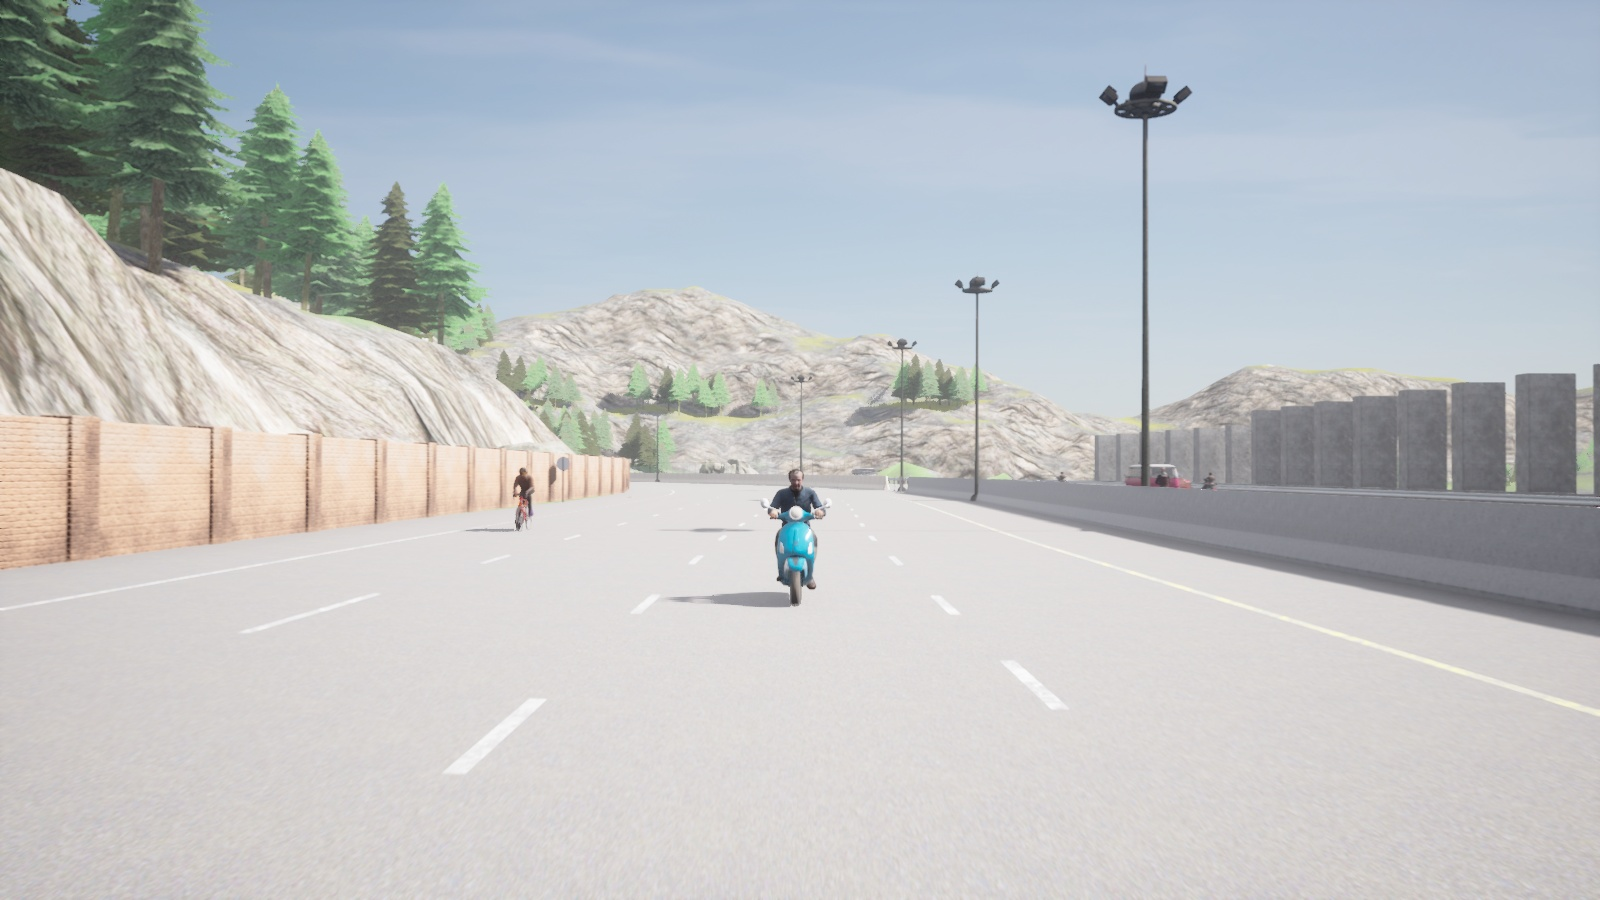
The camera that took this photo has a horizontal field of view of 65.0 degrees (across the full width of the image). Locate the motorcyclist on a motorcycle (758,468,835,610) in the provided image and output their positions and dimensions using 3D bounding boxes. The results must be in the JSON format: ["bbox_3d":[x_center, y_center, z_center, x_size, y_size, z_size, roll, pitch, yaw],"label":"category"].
[{"bbox_3d":[-0.040,1.022,15.155,0.866,1.590,1.817,0,-1,0],"label":"motorcyclist on a motorcycle"}]

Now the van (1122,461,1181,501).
[{"bbox_3d":[18.033,1.578,64.694,1.775,1.987,4.442,0,-1,0],"label":"van"}]

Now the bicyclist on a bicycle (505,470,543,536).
[{"bbox_3d":[-6.997,1.329,31.870,0.582,1.620,1.656,0,-1,1],"label":"bicyclist on a bicycle"}]
